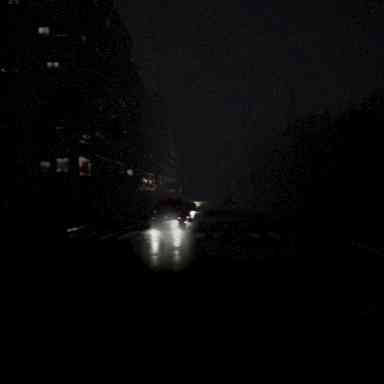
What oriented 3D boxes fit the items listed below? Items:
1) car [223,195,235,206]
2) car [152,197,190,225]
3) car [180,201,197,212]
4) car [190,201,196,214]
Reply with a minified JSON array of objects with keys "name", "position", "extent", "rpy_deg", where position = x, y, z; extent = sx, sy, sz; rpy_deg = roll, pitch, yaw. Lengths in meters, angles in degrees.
[{"name":"car","position":[7.295,1.652,65.422],"extent":[2.150,2.045,5.566],"rpy_deg":[-1,0,3]},{"name":"car","position":[-1.667,1.445,26.242],"extent":[2.150,2.045,5.566],"rpy_deg":[-1,-1,3]},{"name":"car","position":[-0.458,1.931,45.990],"extent":[1.994,1.385,4.181],"rpy_deg":[-1,0,4]},{"name":"car","position":[-1.068,1.786,36.135],"extent":[2.128,1.511,4.902],"rpy_deg":[-1,0,3]}]
